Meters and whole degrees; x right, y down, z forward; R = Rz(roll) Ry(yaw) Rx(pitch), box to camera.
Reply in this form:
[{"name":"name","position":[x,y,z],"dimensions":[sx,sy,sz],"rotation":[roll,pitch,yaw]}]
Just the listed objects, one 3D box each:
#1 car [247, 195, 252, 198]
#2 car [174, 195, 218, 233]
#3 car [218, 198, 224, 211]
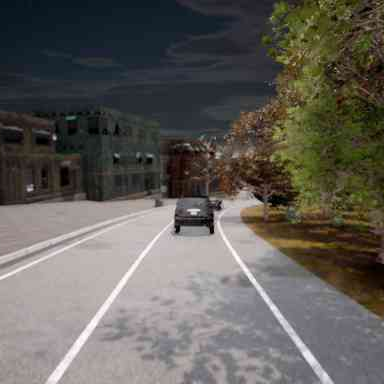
[{"name":"car","position":[14.382,0.978,78.170],"dimensions":[1.837,1.490,4.892],"rotation":[3,1,31]},{"name":"car","position":[0.212,1.167,19.593],"dimensions":[2.150,2.045,5.566],"rotation":[0,0,3]},{"name":"car","position":[2.573,1.346,38.650],"dimensions":[2.128,1.511,4.902],"rotation":[1,0,11]}]
